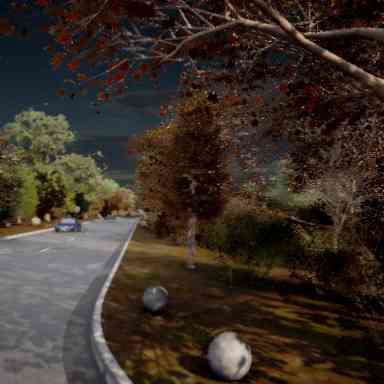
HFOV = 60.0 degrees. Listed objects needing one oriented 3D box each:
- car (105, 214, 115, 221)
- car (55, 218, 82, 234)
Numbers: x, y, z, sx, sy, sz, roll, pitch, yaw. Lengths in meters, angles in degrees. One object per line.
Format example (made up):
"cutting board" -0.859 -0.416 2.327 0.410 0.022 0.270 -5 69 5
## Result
"car" -18.019 5.630 73.239 1.994 1.385 4.181 3 -4 -8
"car" -11.999 3.269 32.558 1.812 1.442 4.674 3 -4 -8
